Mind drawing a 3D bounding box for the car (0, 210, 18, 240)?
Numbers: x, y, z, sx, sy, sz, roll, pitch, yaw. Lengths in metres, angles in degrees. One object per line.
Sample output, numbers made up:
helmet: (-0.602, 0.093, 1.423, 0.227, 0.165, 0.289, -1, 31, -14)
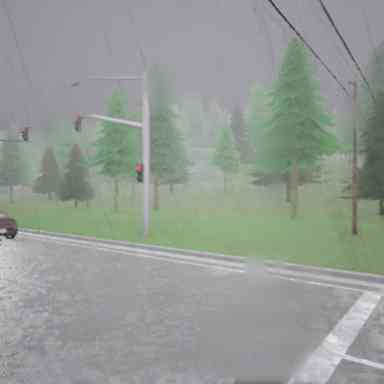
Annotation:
car: (-9.826, 1.457, 15.343, 4.674, 1.442, 1.812, 0, 0, 36)
